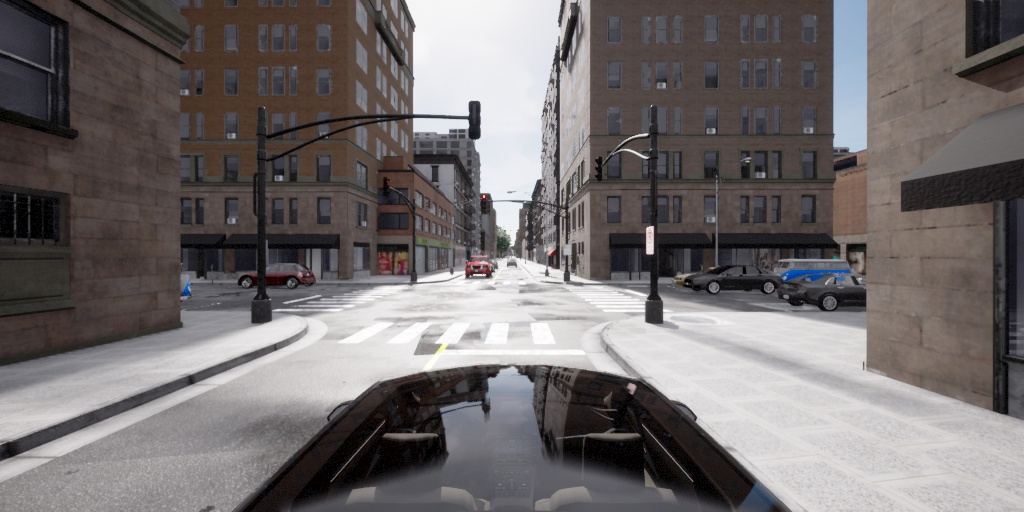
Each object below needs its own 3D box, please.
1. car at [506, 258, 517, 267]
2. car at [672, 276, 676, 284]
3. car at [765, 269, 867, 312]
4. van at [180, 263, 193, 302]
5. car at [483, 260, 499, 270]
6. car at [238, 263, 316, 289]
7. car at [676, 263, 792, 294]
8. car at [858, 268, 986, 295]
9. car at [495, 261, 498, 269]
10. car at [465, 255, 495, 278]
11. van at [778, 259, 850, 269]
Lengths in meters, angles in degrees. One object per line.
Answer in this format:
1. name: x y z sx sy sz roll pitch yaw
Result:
1. car: -0.026 1.258 63.766 2.033 1.411 5.357 0 0 0
2. car: 12.413 1.263 22.017 4.829 1.417 1.751 0 0 1
3. car: 12.516 1.305 13.490 4.403 1.370 2.007 0 0 1
4. van: -14.678 1.089 13.761 3.998 1.789 1.690 0 0 1
5. car: -3.106 1.286 54.056 1.994 1.385 4.181 0 0 1
6. car: -14.611 1.172 22.287 4.097 1.591 1.967 0 0 1
7. car: 11.921 1.248 19.465 4.892 1.490 1.837 0 0 -1
8. car: 21.955 1.345 19.352 4.718 1.301 1.895 0 0 1
9. car: -3.117 1.258 44.062 1.812 1.442 4.674 0 0 0
10. car: -3.111 0.961 34.225 2.150 2.045 5.566 0 0 0
11. van: 18.253 1.080 21.959 3.998 1.789 1.690 0 0 1
